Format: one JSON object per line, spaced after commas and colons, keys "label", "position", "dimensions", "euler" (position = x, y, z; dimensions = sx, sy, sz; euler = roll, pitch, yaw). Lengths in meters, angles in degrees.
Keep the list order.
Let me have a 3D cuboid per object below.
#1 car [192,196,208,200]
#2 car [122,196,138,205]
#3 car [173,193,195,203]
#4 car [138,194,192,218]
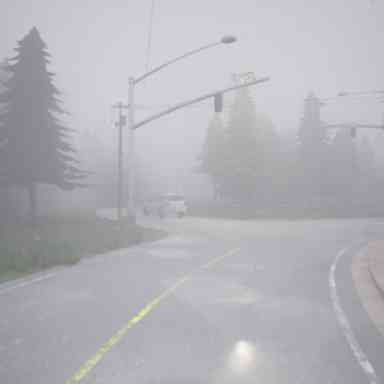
{"label": "car", "position": [1.872, 1.410, 61.586], "dimensions": [2.128, 1.511, 4.902], "euler": [0, 0, 31]}
{"label": "car", "position": [-8.167, 1.365, 46.678], "dimensions": [2.128, 1.511, 4.902], "euler": [0, 0, 15]}
{"label": "car", "position": [-1.526, 1.165, 62.646], "dimensions": [2.097, 1.767, 4.553], "euler": [0, 0, 30]}
{"label": "car", "position": [-2.534, 1.170, 29.437], "dimensions": [2.150, 2.045, 5.566], "euler": [0, 0, -30]}
